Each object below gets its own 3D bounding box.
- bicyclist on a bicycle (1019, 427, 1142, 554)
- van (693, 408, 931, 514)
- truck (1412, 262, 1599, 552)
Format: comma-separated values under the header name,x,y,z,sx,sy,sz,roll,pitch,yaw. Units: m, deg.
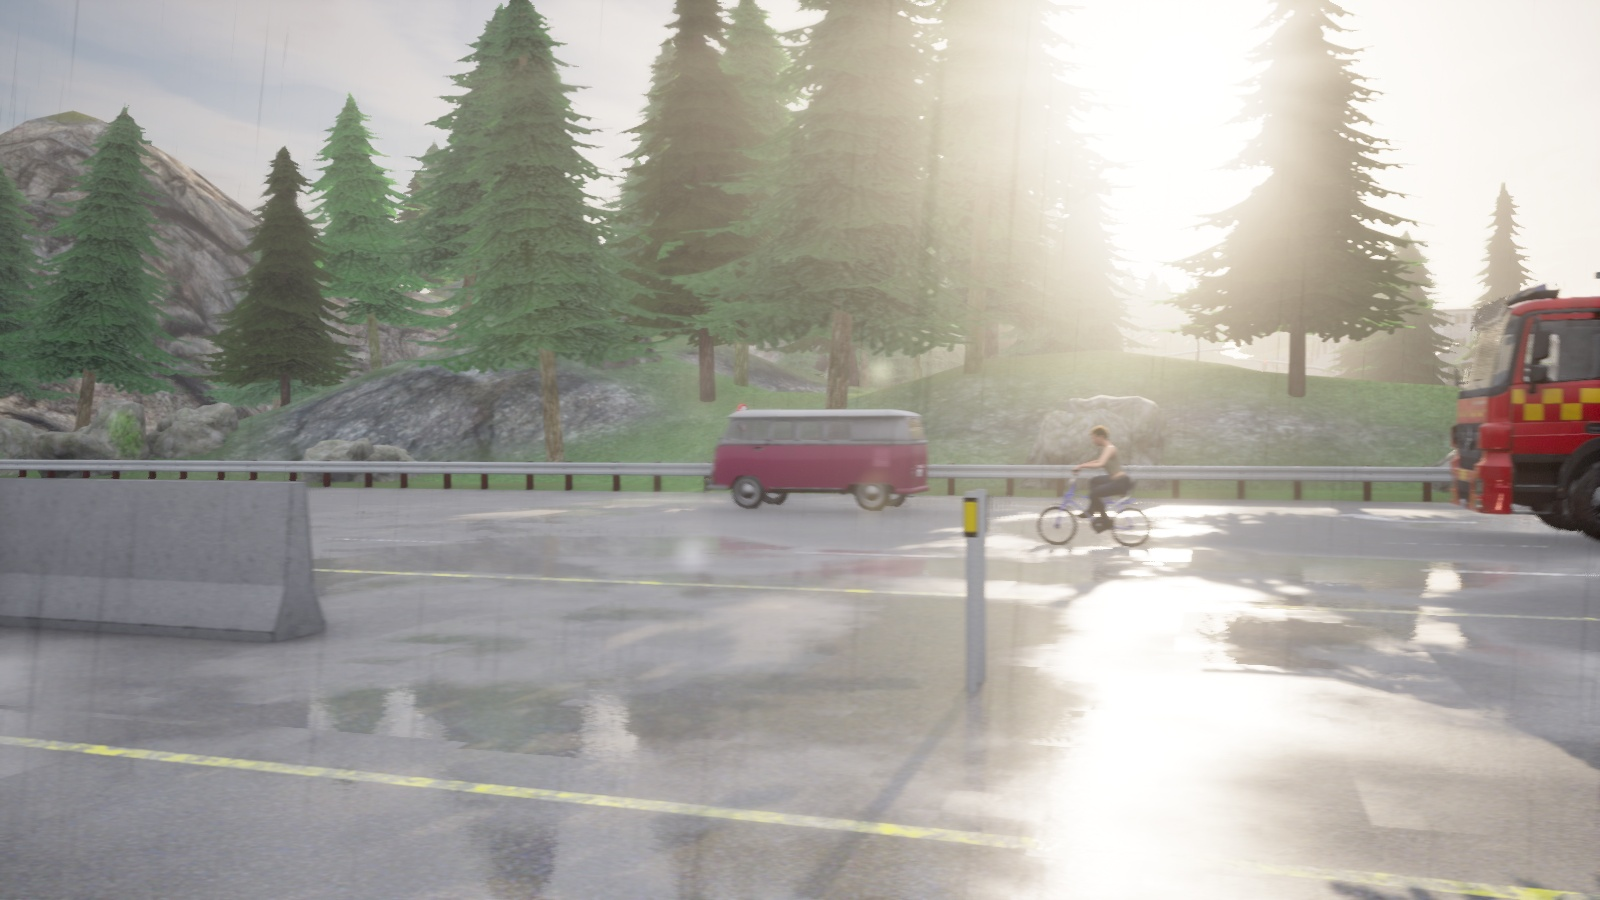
name,x,y,z,sx,sy,sz,roll,pitch,yaw
bicyclist on a bicycle,3.741,0.510,16.709,1.509,1.612,0.866,0,1,18
van,0.246,0.176,25.262,4.442,1.987,1.775,1,1,19
truck,13.259,-0.564,17.175,8.468,3.827,2.891,0,1,19
